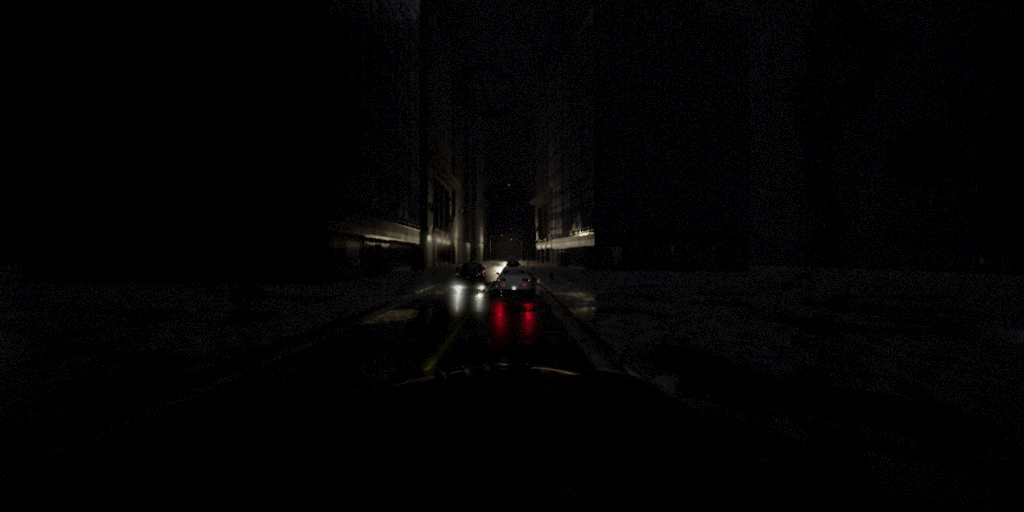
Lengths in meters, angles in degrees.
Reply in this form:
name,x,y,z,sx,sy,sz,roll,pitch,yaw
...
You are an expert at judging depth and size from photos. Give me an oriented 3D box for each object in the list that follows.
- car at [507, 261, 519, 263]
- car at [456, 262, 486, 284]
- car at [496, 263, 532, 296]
name,x,y,z,sx,sy,sz,roll,pitch,yaw
car,0.122,1.284,43.181,1.812,1.442,4.674,0,0,0
car,-3.081,1.243,27.731,1.882,1.535,5.008,0,0,0
car,0.102,1.290,19.452,1.812,1.442,4.674,0,0,0
